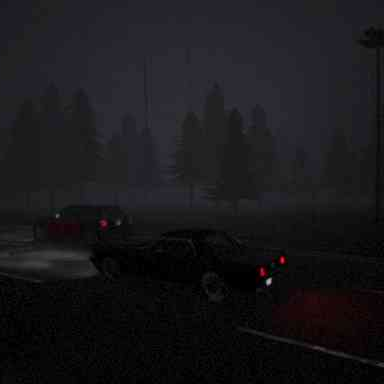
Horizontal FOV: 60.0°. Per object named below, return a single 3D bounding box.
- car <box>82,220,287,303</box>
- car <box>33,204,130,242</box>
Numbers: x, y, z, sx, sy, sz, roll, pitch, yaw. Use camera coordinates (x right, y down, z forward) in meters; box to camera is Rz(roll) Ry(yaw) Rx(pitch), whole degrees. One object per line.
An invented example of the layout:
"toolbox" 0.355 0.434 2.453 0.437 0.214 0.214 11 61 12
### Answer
"car" -0.264 1.575 8.128 4.718 1.301 1.895 0 0 32
"car" -4.900 1.307 14.756 4.553 1.767 2.097 0 0 28
